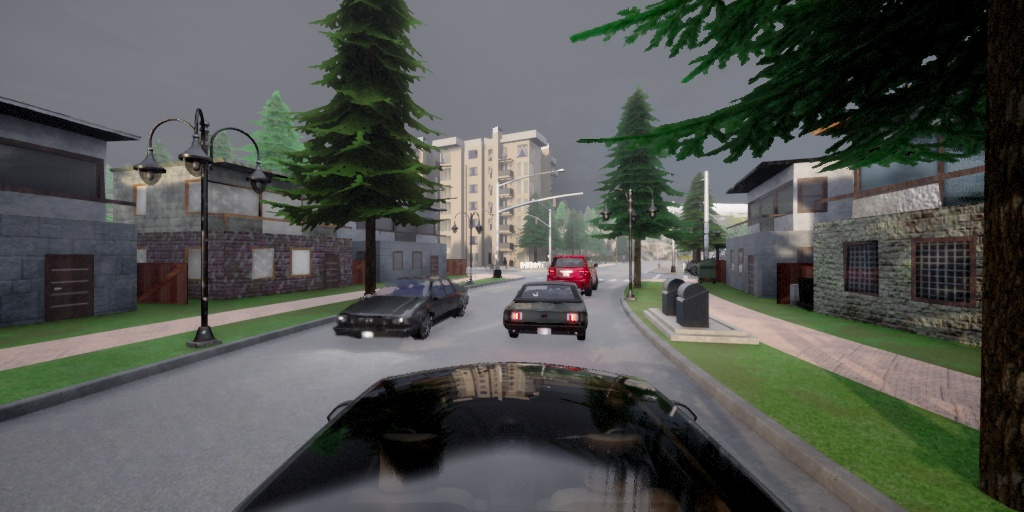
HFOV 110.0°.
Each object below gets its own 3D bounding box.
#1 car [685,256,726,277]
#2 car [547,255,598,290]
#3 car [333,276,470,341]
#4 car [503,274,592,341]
[{"bbox_3d":[19.298,0.992,33.709,5.566,2.045,2.150,0,0,27],"label":"car"},{"bbox_3d":[3.376,0.971,19.486,2.150,2.045,5.566,0,0,18],"label":"car"},{"bbox_3d":[-2.690,1.297,10.296,2.033,1.411,5.357,0,0,9],"label":"car"},{"bbox_3d":[1.074,1.351,9.992,1.895,1.301,4.718,0,0,9],"label":"car"}]
